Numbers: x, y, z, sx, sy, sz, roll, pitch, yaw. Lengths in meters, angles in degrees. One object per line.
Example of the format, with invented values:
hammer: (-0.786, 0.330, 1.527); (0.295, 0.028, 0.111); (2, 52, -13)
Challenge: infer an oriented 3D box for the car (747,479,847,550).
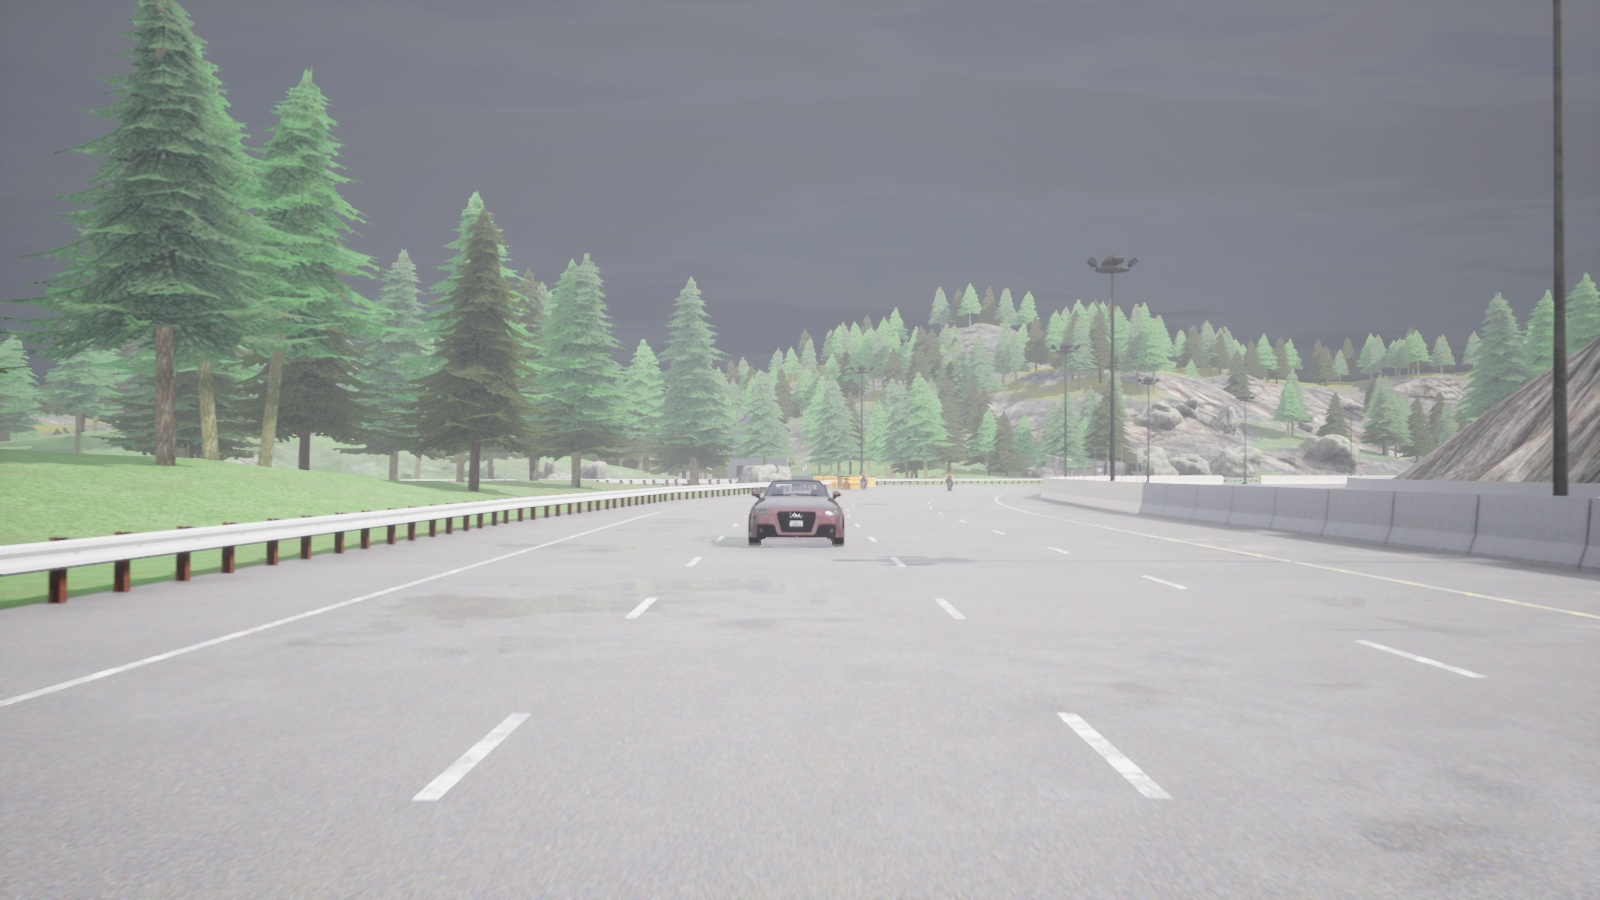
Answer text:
car: (-0.065, 1.333, 27.105); (1.994, 1.385, 4.181); (0, -1, 0)
